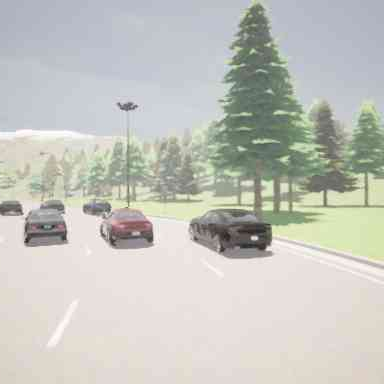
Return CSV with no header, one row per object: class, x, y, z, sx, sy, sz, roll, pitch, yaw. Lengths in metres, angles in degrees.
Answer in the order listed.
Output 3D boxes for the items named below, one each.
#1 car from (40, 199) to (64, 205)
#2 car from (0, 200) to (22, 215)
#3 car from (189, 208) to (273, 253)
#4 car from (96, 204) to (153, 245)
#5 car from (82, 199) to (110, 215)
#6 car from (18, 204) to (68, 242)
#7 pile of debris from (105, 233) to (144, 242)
car,-14.458,1.539,34.461,1.837,1.490,4.892,-1,0,-33
car,-19.089,1.593,35.162,1.837,1.490,4.892,-1,0,-33
car,1.357,1.404,13.523,1.882,1.535,5.008,0,0,-17
car,-3.111,1.500,15.460,1.812,1.442,4.674,0,0,-22
car,-9.581,1.470,33.424,2.128,1.511,4.902,-1,0,-33
car,-7.451,1.569,16.724,2.033,1.411,5.357,-1,0,-27
pile of debris,-3.256,2.149,15.845,1.500,0.140,1.860,-1,0,-23
